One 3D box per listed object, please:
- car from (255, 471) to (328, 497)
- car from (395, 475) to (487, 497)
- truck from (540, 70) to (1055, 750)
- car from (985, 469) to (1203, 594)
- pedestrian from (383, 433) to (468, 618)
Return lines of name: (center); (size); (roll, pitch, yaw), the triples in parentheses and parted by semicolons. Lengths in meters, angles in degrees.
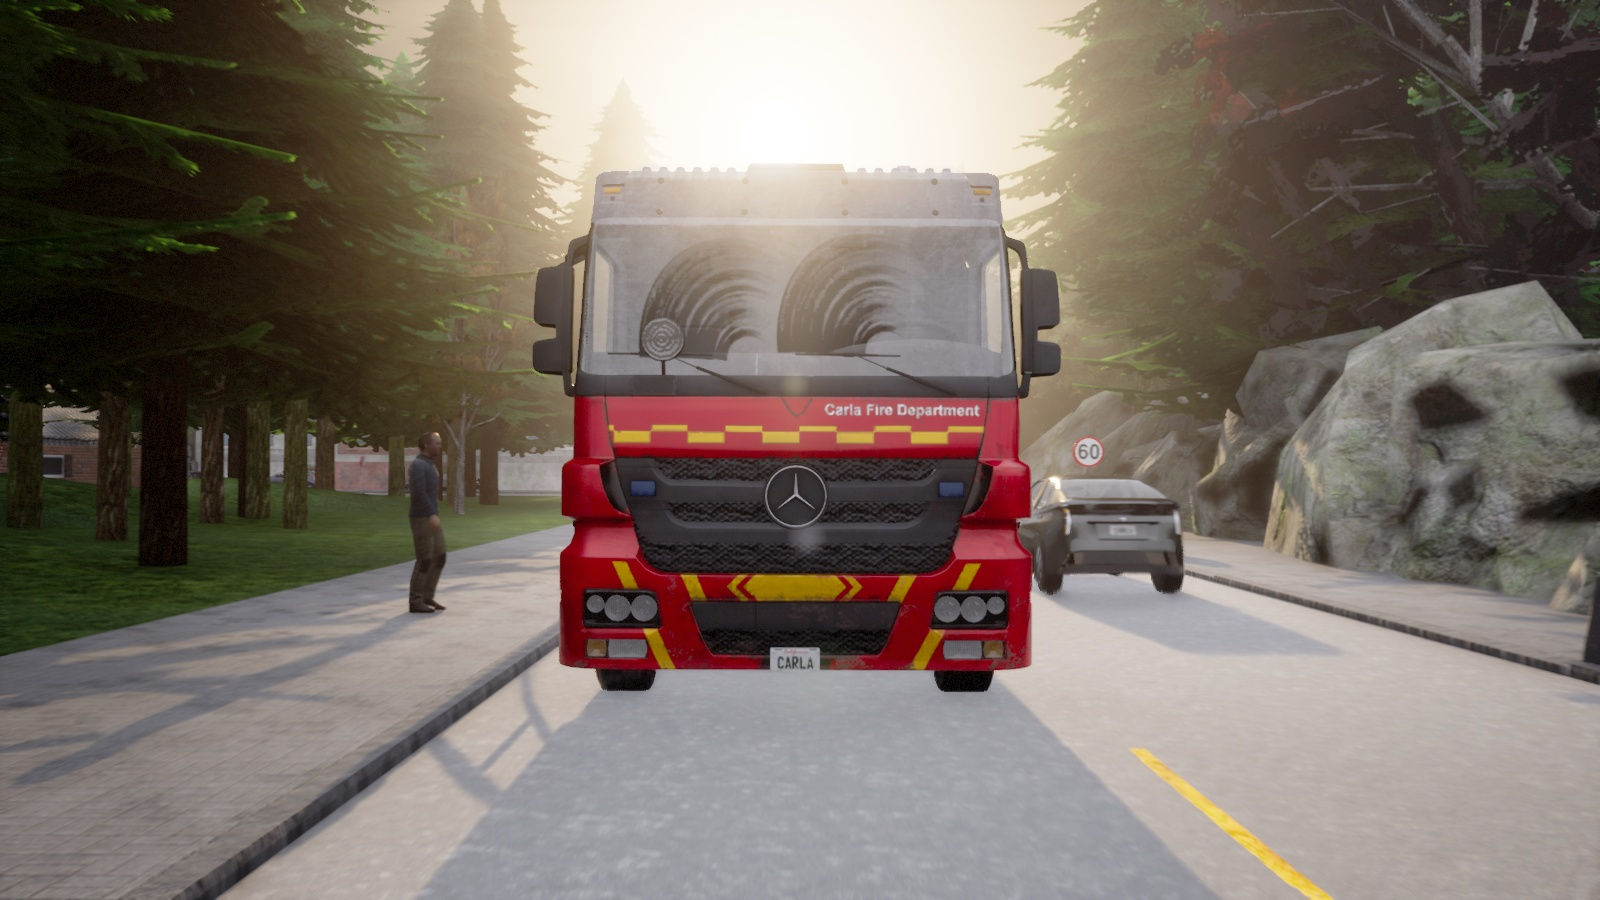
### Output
car: (-32.922, 2.207, 81.401); (3.988, 1.617, 1.851); (0, -1, 0)
car: (-23.231, 2.317, 81.407); (5.357, 1.411, 2.033); (0, -1, 0)
truck: (-0.031, -0.160, 11.317); (2.891, 3.827, 8.468); (0, -1, 0)
car: (3.958, 1.043, 17.743); (2.007, 1.525, 4.514); (0, -1, 0)
pedestrian: (-3.784, 0.752, 12.717); (0.726, 1.842, 0.402); (0, -1, 3)
